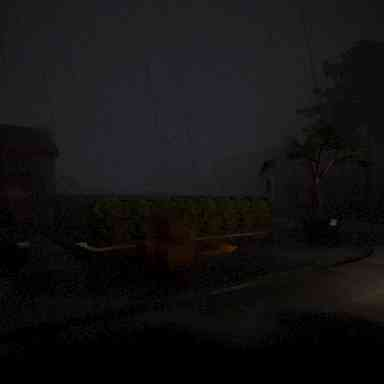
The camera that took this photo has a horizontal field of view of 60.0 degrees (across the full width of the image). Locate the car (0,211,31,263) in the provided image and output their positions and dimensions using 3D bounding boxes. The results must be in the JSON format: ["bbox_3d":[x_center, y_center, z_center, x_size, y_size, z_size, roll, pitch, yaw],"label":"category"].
[{"bbox_3d":[-6.510,1.356,10.753,2.033,1.415,5.357,0,0,-33],"label":"car"}]
